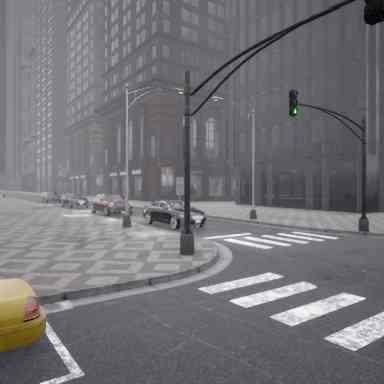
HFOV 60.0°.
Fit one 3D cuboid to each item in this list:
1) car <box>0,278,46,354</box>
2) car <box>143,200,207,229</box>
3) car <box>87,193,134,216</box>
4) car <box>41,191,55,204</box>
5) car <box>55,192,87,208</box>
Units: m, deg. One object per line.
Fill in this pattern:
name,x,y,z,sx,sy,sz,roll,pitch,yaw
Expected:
car,-4.259,1.525,3.614,4.829,1.417,1.752,0,0,-35
car,-1.104,1.205,19.218,2.128,1.511,4.902,0,1,-36
car,-6.435,0.896,26.638,2.097,1.767,4.553,0,1,-35
car,-18.326,0.688,43.248,1.837,1.490,4.892,0,1,-35
car,-12.316,0.854,34.828,2.128,1.511,4.902,0,1,-36
